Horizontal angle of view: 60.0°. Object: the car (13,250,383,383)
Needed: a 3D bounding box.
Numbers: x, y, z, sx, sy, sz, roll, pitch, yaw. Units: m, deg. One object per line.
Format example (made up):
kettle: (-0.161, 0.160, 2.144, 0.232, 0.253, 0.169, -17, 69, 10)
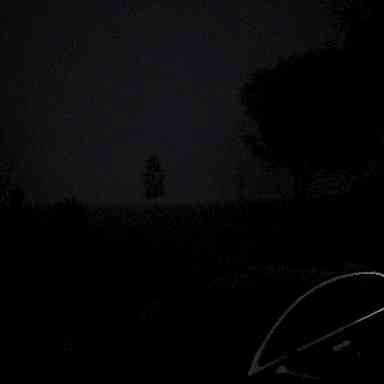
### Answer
car: (0.793, 1.486, 3.515, 4.892, 1.490, 1.837, 0, 0, -35)
